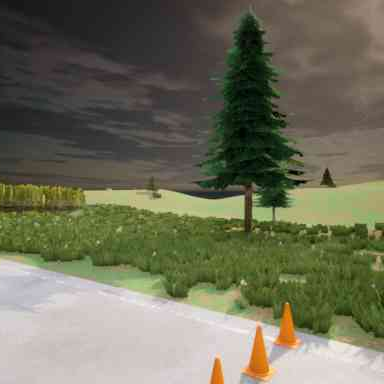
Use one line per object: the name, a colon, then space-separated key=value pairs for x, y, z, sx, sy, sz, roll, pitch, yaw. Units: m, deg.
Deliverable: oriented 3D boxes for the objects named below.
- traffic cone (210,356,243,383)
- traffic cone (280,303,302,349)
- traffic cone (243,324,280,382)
traffic cone: x=0.256 y=1.955 z=3.350 sx=0.340 sy=0.580 sz=0.340 roll=0 pitch=0 yaw=36
traffic cone: x=1.425 y=1.955 z=4.973 sx=0.340 sy=0.580 sz=0.340 roll=0 pitch=0 yaw=36
traffic cone: x=0.841 y=1.955 z=4.162 sx=0.340 sy=0.580 sz=0.340 roll=0 pitch=0 yaw=36
